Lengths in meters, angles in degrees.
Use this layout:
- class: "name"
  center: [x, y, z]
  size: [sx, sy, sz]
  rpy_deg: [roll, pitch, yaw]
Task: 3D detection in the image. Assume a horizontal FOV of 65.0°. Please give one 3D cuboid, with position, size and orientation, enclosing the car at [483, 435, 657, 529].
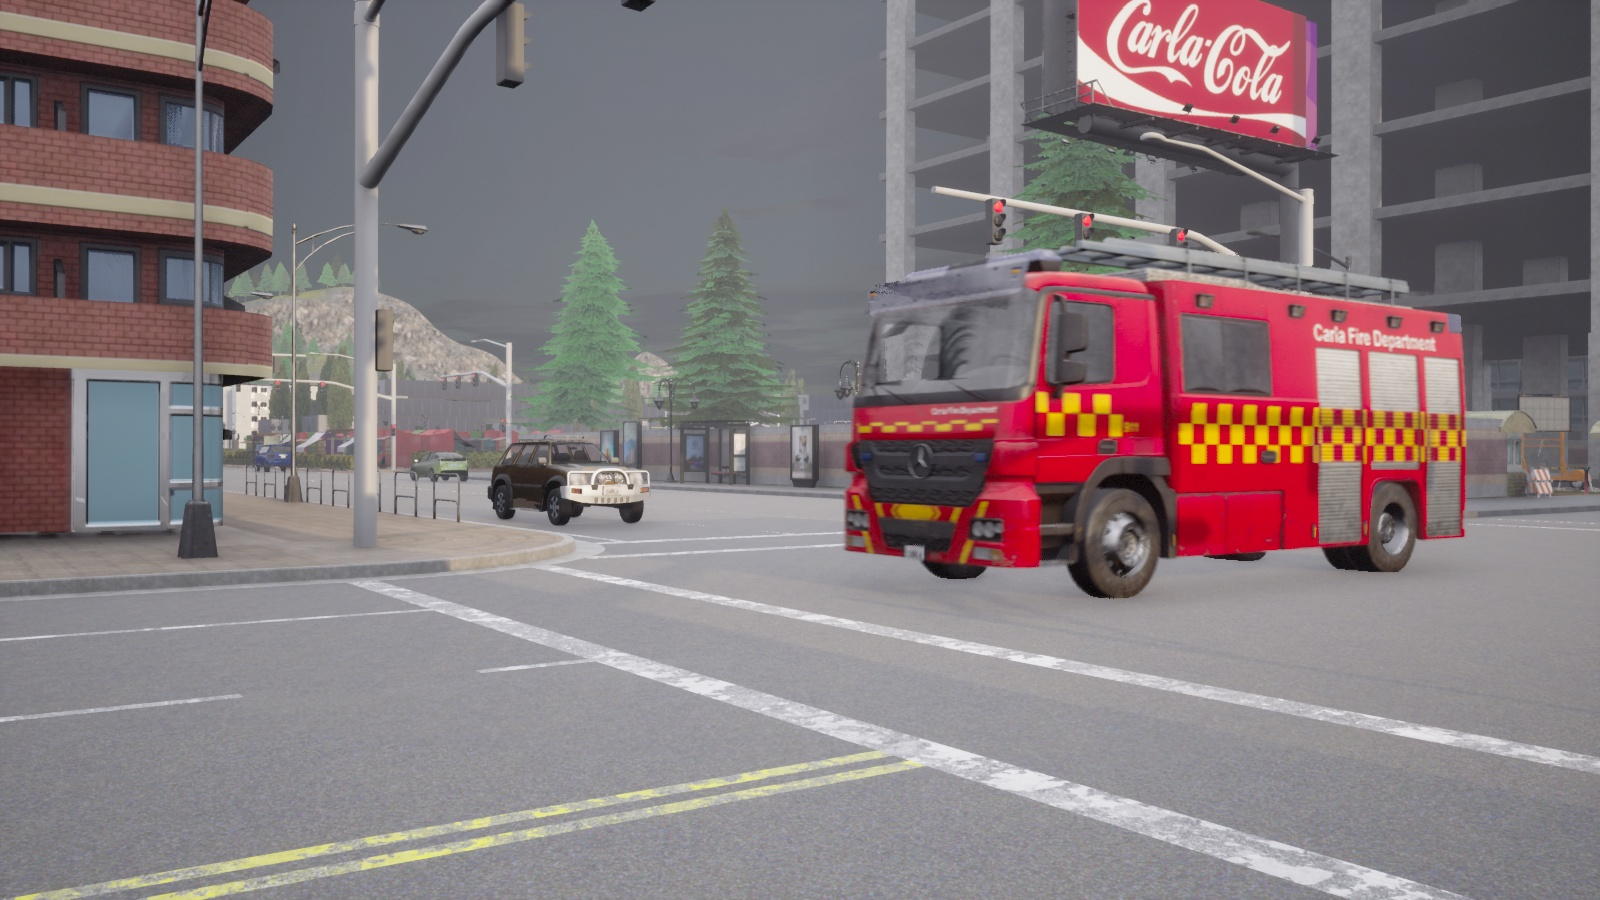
- class: "car"
  center: [-5.046, 0.638, 27.088]
  size: [1.932, 1.855, 4.605]
  rpy_deg: [0, 0, -35]

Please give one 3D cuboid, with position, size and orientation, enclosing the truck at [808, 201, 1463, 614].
- class: "truck"
  center: [4.392, -0.392, 15.252]
  size: [8.468, 3.827, 2.891]
  rpy_deg: [0, 0, -35]

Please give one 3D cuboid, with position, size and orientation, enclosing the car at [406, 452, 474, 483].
- class: "car"
  center: [-18.486, 0.888, 64.402]
  size: [2.007, 1.525, 4.514]
  rpy_deg: [0, 0, -35]
